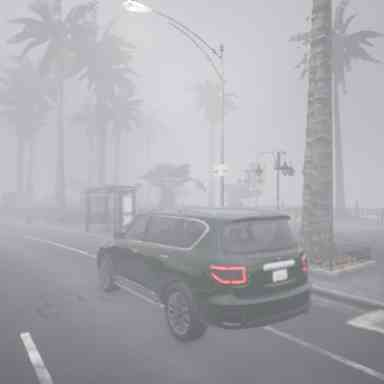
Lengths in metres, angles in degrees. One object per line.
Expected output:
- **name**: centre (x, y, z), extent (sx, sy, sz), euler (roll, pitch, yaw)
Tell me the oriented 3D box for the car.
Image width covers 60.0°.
- **car**: centre (-0.227, 1.355, 7.078), extent (2.150, 2.045, 5.566), euler (1, -1, -34)
